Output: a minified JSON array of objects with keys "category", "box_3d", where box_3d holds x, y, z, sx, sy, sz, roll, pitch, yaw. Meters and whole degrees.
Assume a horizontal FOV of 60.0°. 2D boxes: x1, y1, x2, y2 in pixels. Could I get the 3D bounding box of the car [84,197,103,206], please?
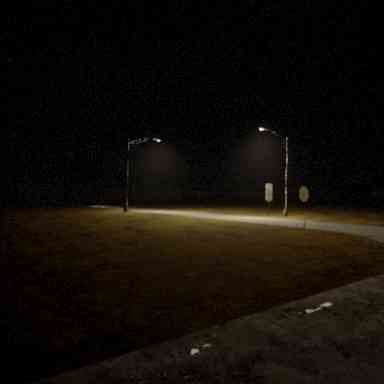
[{"category":"car","box_3d":[-15.440,1.476,52.243,1.994,1.385,4.181,2,-2,-36]}]
